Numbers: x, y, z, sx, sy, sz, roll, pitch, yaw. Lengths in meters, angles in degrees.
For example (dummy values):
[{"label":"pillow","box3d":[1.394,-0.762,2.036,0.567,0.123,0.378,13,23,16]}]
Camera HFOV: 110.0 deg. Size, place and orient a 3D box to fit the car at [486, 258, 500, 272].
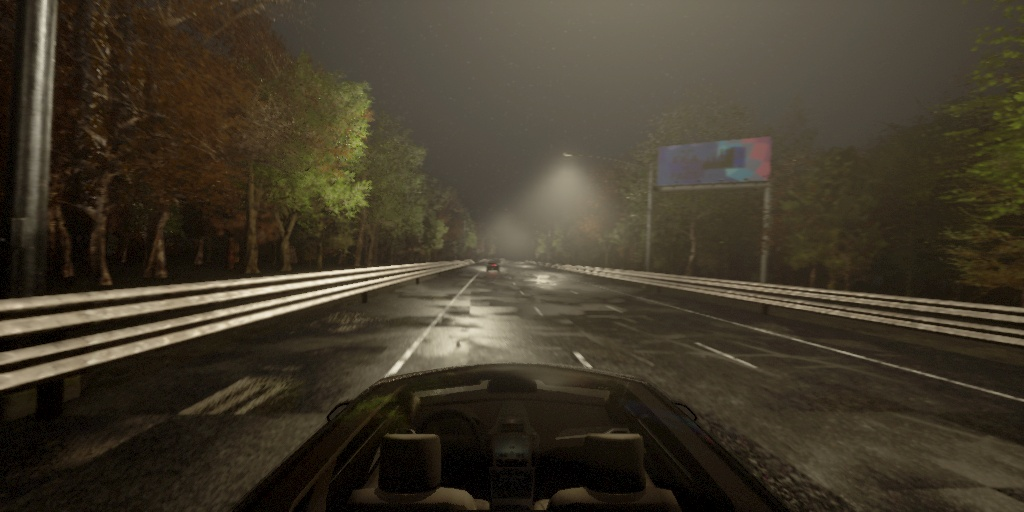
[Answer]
[{"label":"car","box3d":[-2.647,1.512,50.629,1.837,1.490,4.892,2,-3,-2]}]
